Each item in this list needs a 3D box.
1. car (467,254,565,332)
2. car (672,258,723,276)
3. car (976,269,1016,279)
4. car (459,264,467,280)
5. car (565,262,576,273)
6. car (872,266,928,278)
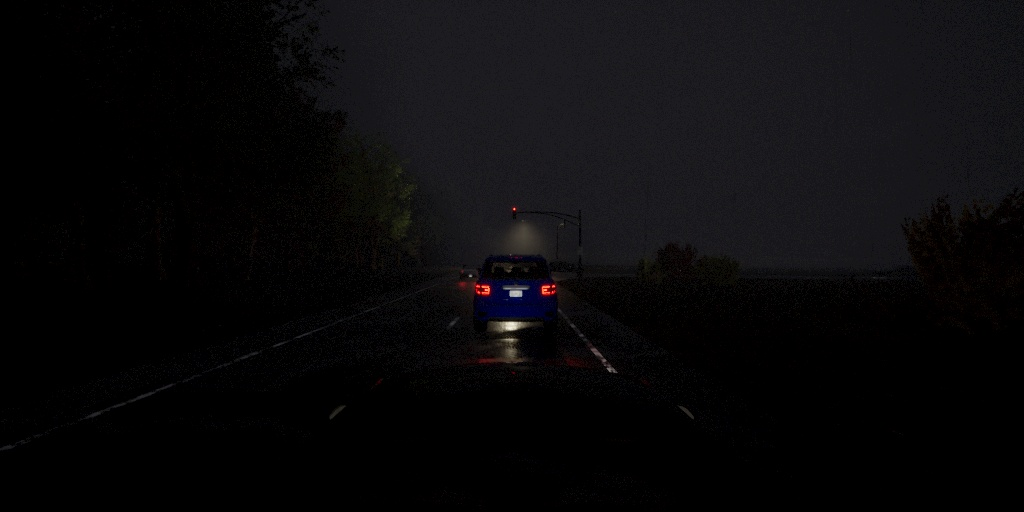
[{"bbox_3d":[0.090,0.974,11.059,2.150,2.045,5.566,0,0,0],"label":"car"},{"bbox_3d":[22.024,1.269,42.398,5.566,2.045,2.150,1,-1,0],"label":"car"},{"bbox_3d":[52.069,1.880,38.649,4.181,1.385,1.994,1,-1,1],"label":"car"},{"bbox_3d":[-3.438,1.357,31.844,1.895,1.301,4.718,0,0,0],"label":"car"},{"bbox_3d":[5.511,1.402,44.970,4.892,1.490,1.837,1,1,30],"label":"car"},{"bbox_3d":[45.913,1.857,42.269,5.357,1.411,2.033,1,-1,1],"label":"car"}]
